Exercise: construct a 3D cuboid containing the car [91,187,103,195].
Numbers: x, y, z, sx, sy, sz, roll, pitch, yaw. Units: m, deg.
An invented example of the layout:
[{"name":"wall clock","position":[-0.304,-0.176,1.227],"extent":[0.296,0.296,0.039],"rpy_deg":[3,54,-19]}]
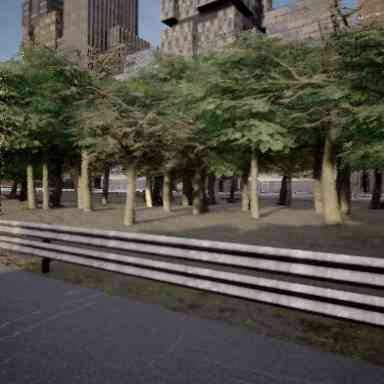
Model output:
[{"name":"car","position":[-21.277,-0.255,72.646],"extent":[5.366,1.575,1.801],"rpy_deg":[1,1,7]}]
